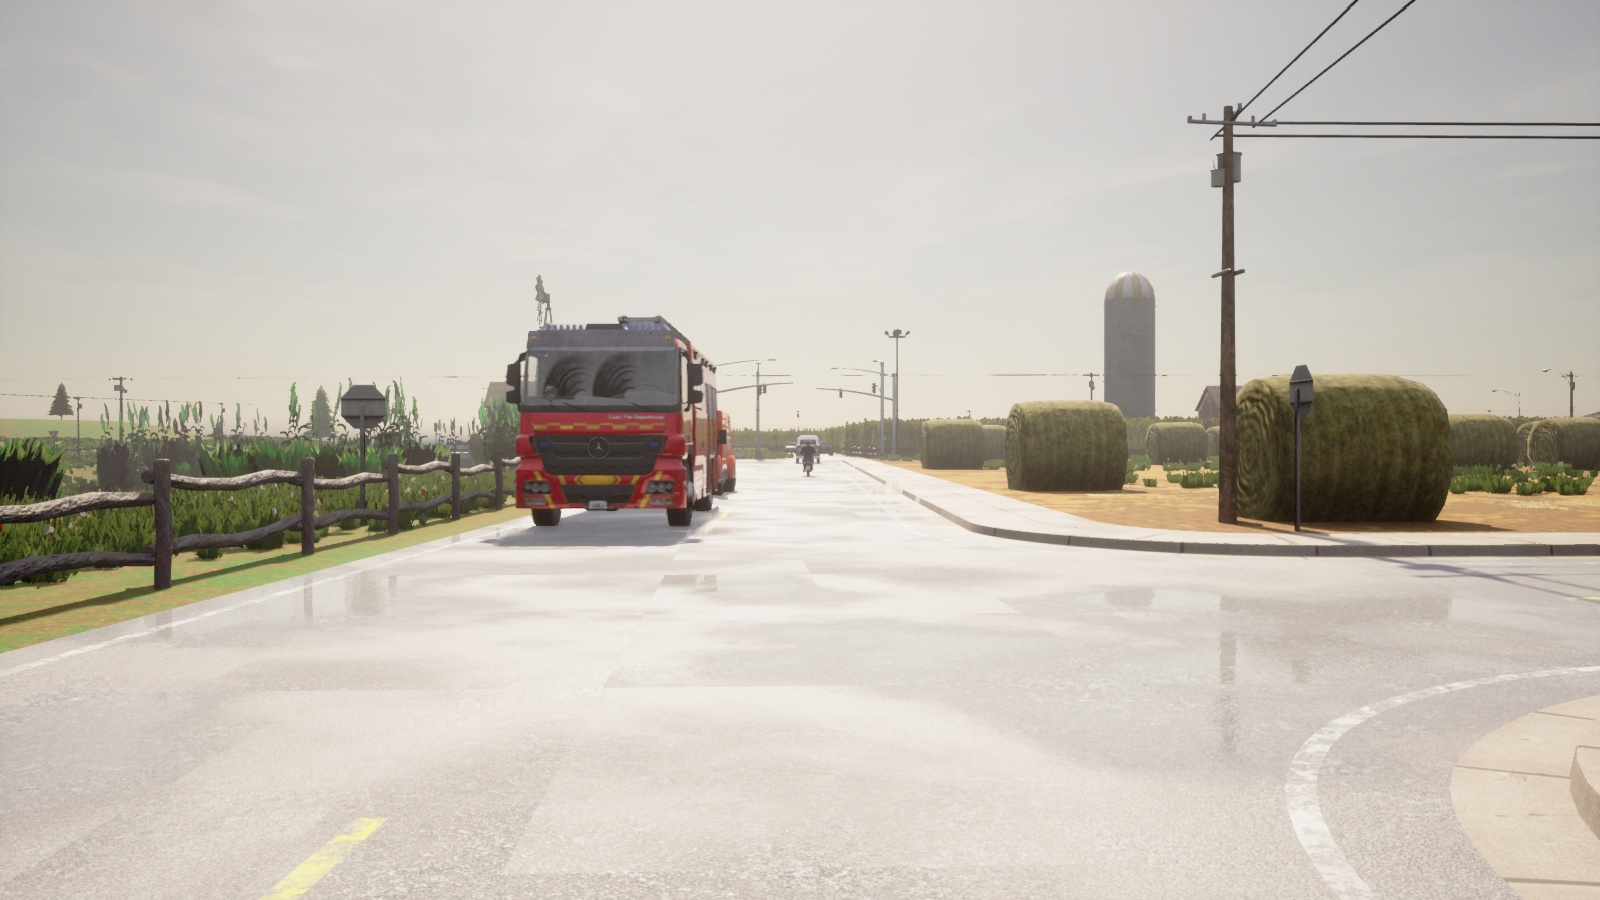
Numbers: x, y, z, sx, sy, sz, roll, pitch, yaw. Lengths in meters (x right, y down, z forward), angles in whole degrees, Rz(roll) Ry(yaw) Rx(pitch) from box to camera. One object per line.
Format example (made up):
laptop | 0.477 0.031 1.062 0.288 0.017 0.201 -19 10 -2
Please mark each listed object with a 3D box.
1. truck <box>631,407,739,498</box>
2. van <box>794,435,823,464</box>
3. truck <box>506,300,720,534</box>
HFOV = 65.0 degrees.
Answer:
truck | -3.252 0.047 36.763 2.627 2.467 5.204 0 1 1
van | 0.589 -0.048 91.887 2.069 2.038 4.480 0 0 0
truck | -3.329 -0.560 24.738 2.891 3.827 8.468 0 0 0
